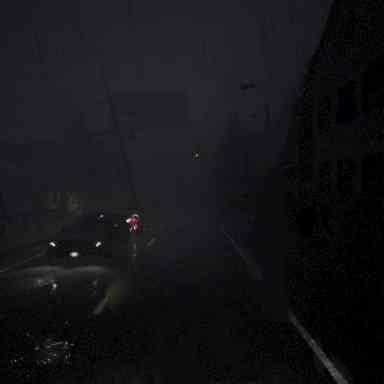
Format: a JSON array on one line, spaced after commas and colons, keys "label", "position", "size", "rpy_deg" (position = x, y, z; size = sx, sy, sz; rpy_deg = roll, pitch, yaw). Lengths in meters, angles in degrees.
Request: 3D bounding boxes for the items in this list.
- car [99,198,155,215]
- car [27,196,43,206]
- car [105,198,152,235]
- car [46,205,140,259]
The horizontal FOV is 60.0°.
[{"label": "car", "position": [-6.289, 1.377, 32.384], "size": [4.902, 1.511, 2.128], "rpy_deg": [0, -1, 14]}, {"label": "car", "position": [-22.154, 1.300, 49.682], "size": [4.611, 1.667, 2.242], "rpy_deg": [0, 0, 0]}, {"label": "car", "position": [-3.512, 1.217, 17.884], "size": [2.097, 1.767, 4.553], "rpy_deg": [0, 0, 0]}, {"label": "car", "position": [-3.497, 1.453, 12.543], "size": [2.033, 1.411, 5.357], "rpy_deg": [0, 0, 0]}]
